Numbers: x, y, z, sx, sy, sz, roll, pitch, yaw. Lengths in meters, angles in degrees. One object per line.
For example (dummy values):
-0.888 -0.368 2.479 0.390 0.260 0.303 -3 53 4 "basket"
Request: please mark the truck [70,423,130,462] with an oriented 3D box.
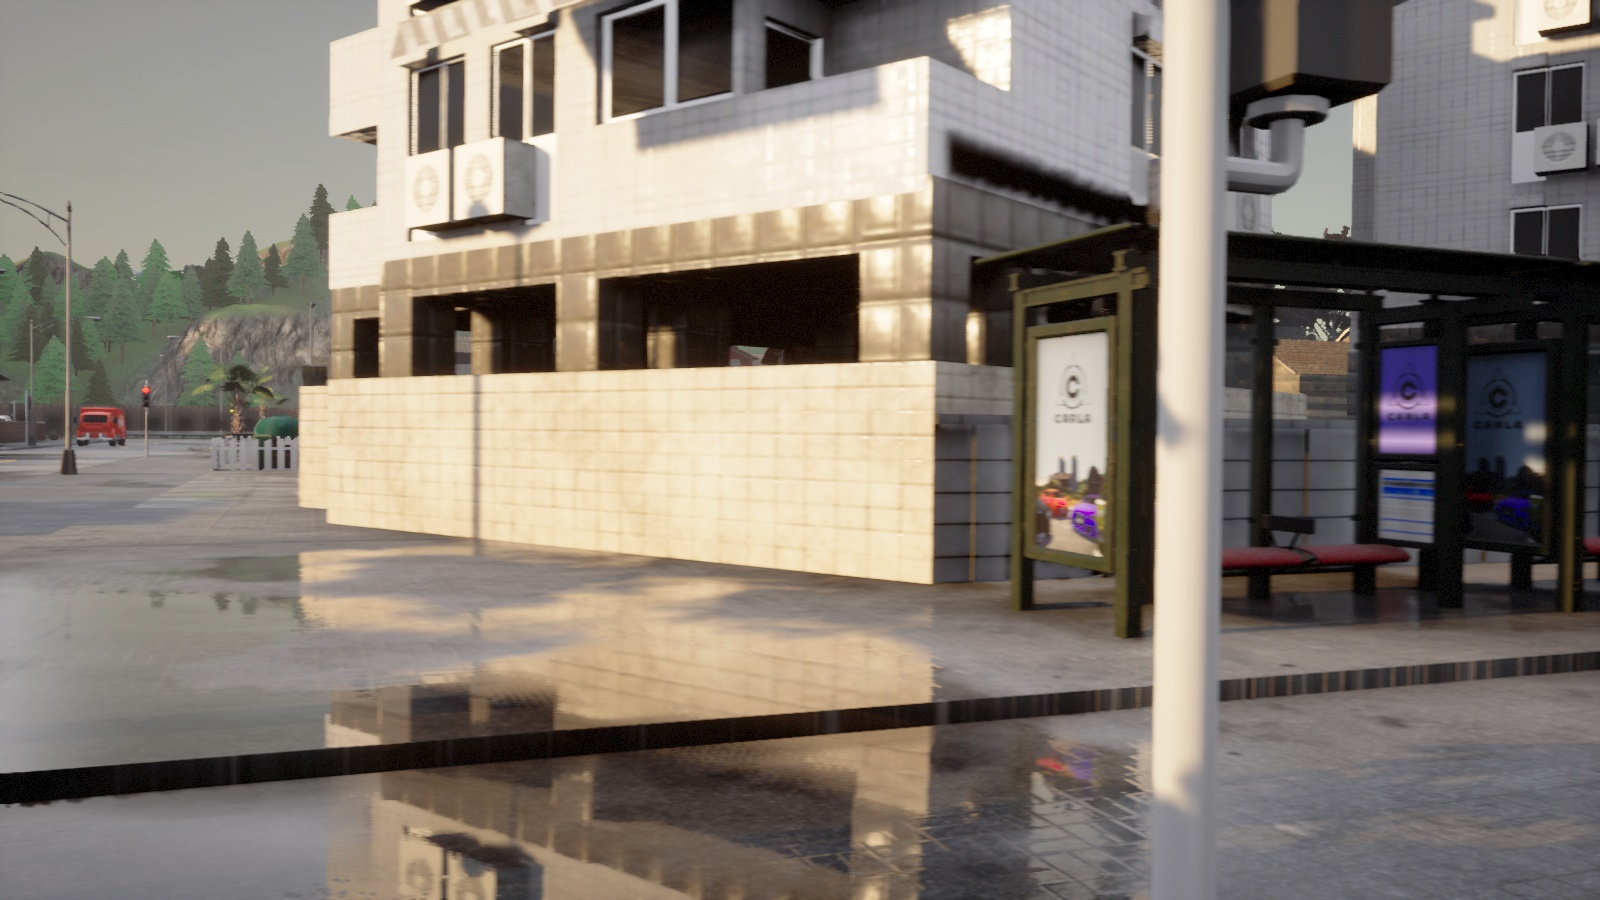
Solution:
-45.402 -0.515 81.580 2.627 2.467 5.204 -1 1 -21 "truck"
